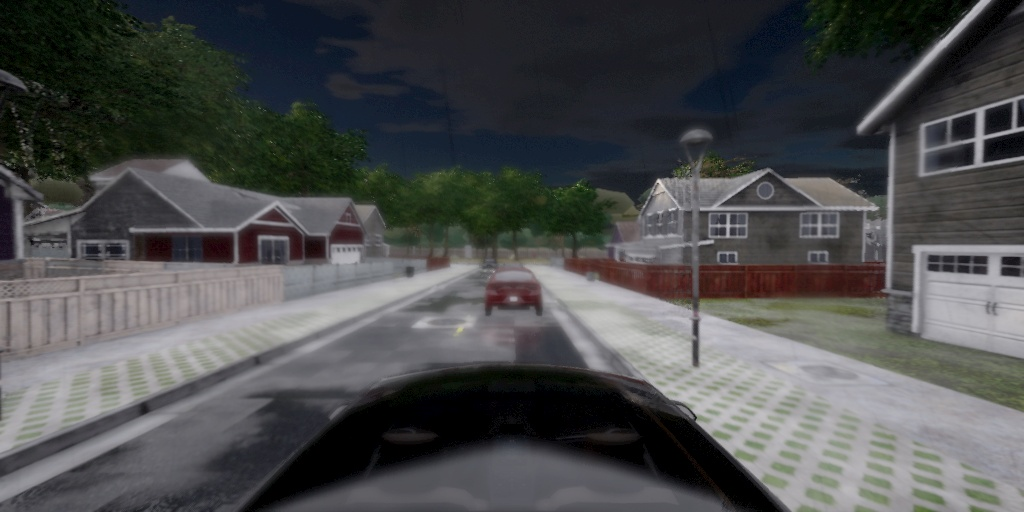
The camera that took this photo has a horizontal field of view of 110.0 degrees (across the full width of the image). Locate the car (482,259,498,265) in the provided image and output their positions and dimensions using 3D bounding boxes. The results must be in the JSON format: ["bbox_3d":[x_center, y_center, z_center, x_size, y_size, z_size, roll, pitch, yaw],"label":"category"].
[{"bbox_3d":[-2.824,1.073,46.636,1.994,1.385,4.181,0,0,0],"label":"car"}]

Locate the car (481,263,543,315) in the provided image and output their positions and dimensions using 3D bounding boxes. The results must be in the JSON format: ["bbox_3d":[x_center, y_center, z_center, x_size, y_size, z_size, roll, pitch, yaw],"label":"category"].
[{"bbox_3d":[0.065,1.171,13.280,1.882,1.535,5.008,0,-1,0],"label":"car"}]
